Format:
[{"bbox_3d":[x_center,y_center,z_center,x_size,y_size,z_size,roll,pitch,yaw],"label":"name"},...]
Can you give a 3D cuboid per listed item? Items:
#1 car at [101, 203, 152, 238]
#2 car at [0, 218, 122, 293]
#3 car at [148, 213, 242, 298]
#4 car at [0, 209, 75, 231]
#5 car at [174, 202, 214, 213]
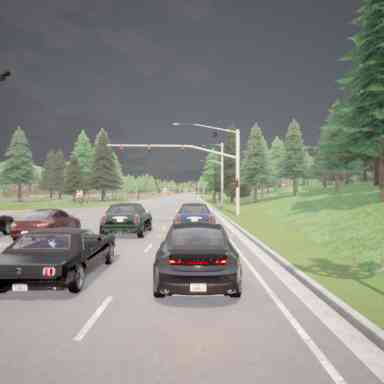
[{"bbox_3d":[-3.381,1.350,17.750,2.097,1.767,4.553,0,0,0],"label":"car"},{"bbox_3d":[-3.390,1.600,8.793,1.895,1.301,4.718,0,0,0],"label":"car"},{"bbox_3d":[0.109,1.504,8.512,1.837,1.490,4.892,0,0,0],"label":"car"},{"bbox_3d":[-6.883,1.524,16.008,1.812,1.442,4.674,0,0,0],"label":"car"},{"bbox_3d":[0.118,1.350,17.606,2.097,1.767,4.553,0,0,0],"label":"car"}]
